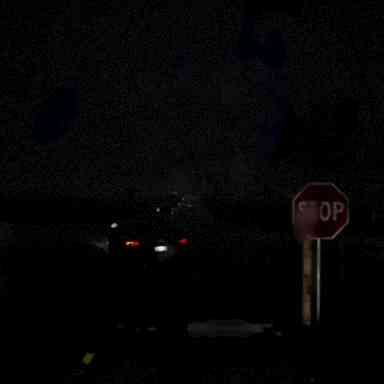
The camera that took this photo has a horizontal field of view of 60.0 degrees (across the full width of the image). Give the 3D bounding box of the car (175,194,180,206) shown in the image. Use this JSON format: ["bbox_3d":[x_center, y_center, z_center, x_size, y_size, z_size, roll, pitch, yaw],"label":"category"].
[{"bbox_3d":[-2.900,1.232,40.758,1.994,1.385,4.181,0,0,0],"label":"car"}]

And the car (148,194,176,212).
[{"bbox_3d":[-2.891,1.240,30.763,2.128,1.511,4.902,0,0,0],"label":"car"}]

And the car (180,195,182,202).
[{"bbox_3d":[-2.909,1.085,50.894,2.128,1.511,4.902,0,0,0],"label":"car"}]

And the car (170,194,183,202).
[{"bbox_3d":[-2.854,1.065,61.550,2.033,1.411,5.357,0,0,0],"label":"car"}]

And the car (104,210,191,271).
[{"bbox_3d":[-1.588,1.484,10.756,1.994,1.385,4.181,0,0,-22],"label":"car"}]
